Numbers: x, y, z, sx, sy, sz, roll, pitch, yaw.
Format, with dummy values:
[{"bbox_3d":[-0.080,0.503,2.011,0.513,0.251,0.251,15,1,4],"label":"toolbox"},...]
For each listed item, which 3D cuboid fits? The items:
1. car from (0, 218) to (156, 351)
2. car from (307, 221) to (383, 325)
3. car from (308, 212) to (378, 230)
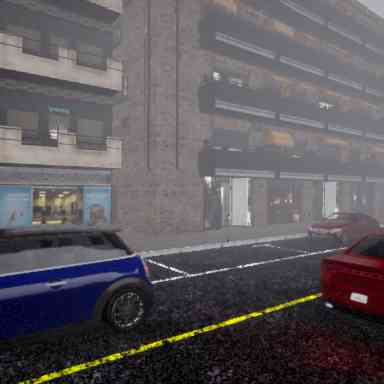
[{"bbox_3d":[-2.919,1.352,5.159,4.553,1.767,2.097,0,0,-36],"label":"car"},{"bbox_3d":[4.600,1.478,6.590,5.008,1.535,1.882,0,0,-35],"label":"car"},{"bbox_3d":[7.172,1.583,15.538,4.206,1.307,1.802,0,0,-35],"label":"car"}]
